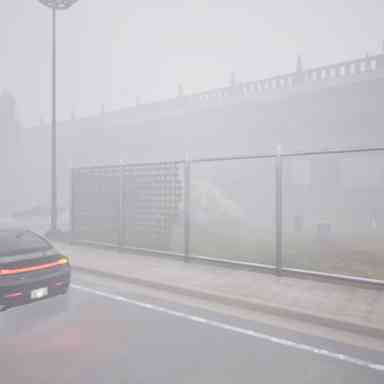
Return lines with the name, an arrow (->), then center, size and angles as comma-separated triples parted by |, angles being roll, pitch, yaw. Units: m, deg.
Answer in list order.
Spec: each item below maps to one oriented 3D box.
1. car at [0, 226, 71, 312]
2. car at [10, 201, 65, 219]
car -> -4.610, 1.500, 7.188 | 4.892, 1.490, 1.837 | 0, 0, 36
car -> -13.559, 1.564, 29.432 | 1.812, 1.442, 4.674 | 0, 0, 35
